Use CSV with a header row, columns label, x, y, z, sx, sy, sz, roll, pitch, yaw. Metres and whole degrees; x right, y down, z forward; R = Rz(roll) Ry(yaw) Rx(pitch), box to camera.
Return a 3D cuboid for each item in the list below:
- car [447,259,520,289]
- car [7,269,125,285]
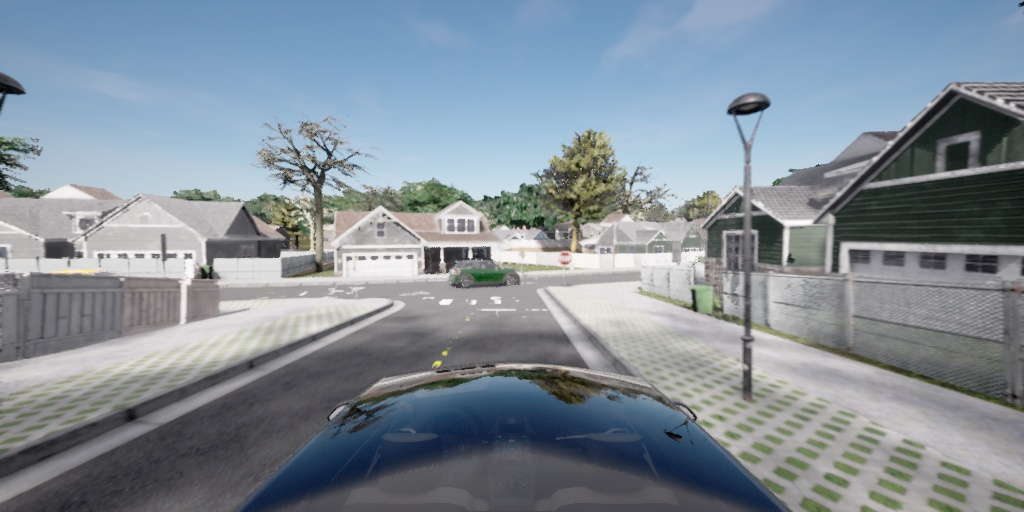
label,x,y,z,sx,sy,sz,roll,pitch,yaw
car,-1.762,1.061,23.180,4.553,1.767,2.097,0,0,-26
car,-19.422,1.366,16.490,5.008,1.535,1.882,0,3,-17
